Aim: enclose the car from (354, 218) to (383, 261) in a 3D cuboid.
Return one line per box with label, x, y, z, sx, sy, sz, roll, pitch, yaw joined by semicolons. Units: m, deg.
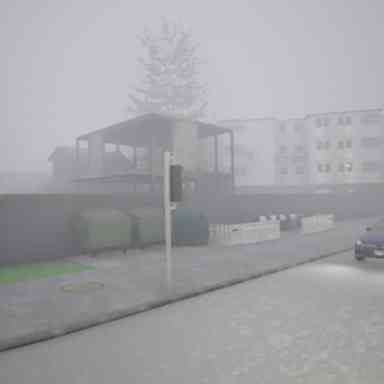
car;7.508;1.645;11.996;4.674;1.442;1.812;0;-1;-44
